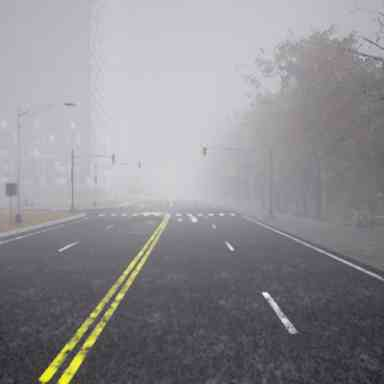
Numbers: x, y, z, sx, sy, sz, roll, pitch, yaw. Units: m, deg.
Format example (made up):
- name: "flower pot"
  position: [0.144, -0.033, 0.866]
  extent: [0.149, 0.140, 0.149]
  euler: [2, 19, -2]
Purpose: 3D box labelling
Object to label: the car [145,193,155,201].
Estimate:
- name: "car"
  position: [-9.685, 1.077, 76.398]
  extent: [2.097, 1.767, 4.553]
  euler: [0, 0, -5]
